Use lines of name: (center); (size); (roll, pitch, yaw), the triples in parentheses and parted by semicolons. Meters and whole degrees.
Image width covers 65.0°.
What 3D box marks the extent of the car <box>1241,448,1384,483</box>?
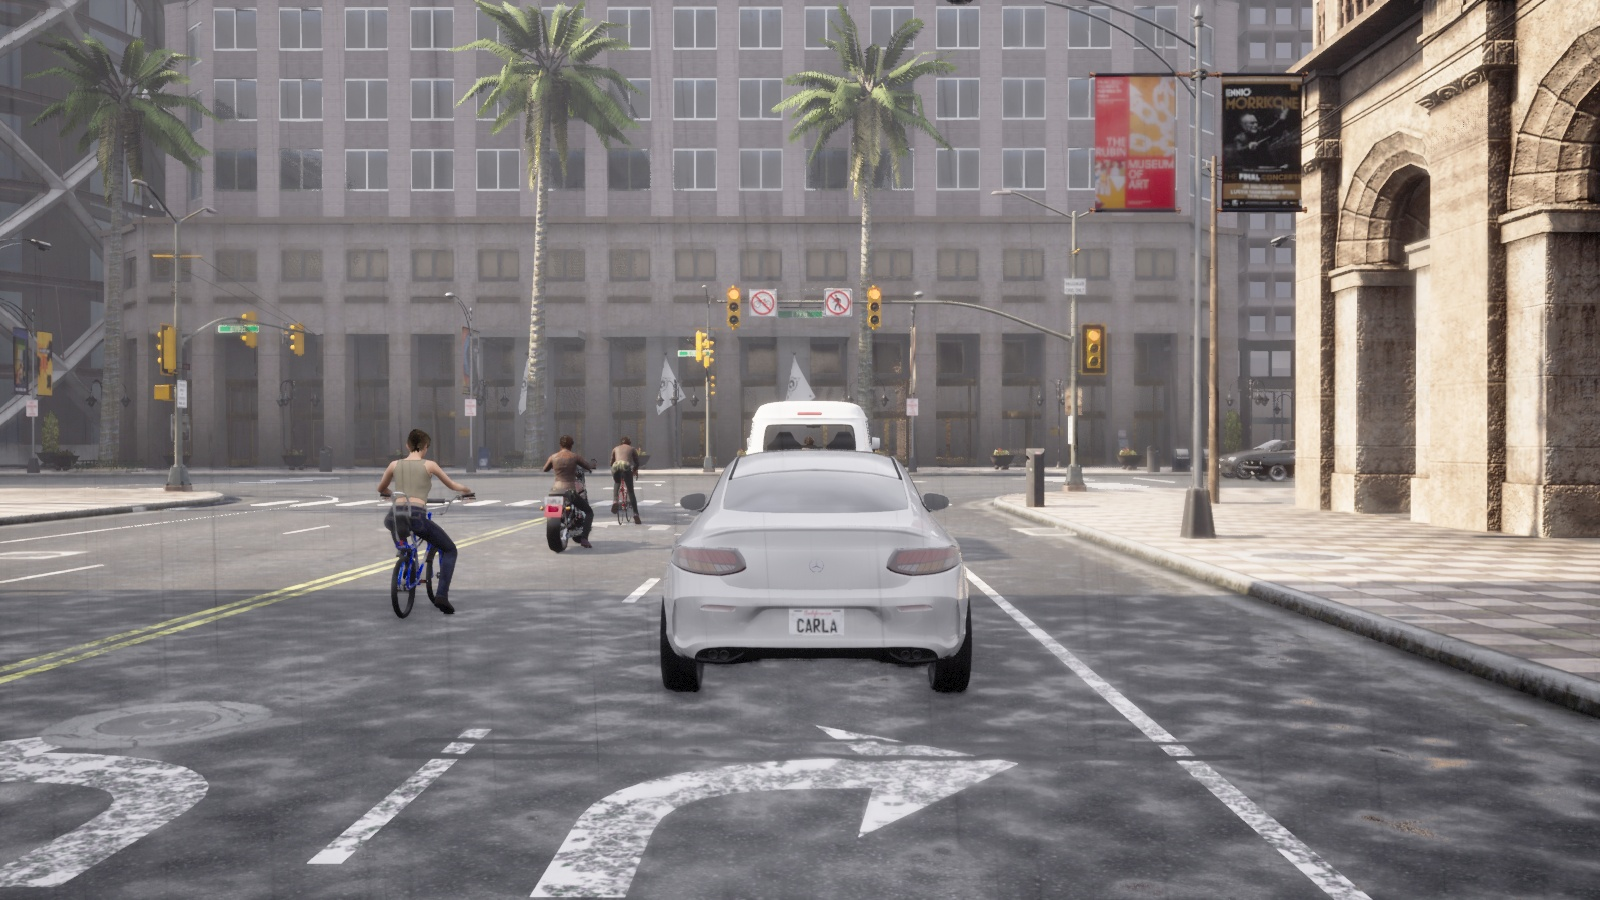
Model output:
car: (19.545, 0.591, 48.045); (4.718, 1.301, 1.895); (0, 0, 1)

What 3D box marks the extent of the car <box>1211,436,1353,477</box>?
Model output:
car: (19.711, 0.250, 51.521); (5.027, 1.651, 2.152); (0, 0, 1)

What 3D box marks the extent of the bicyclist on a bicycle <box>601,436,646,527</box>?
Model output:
bicyclist on a bicycle: (-3.256, 0.565, 23.313); (0.582, 1.620, 1.656); (0, 0, 1)

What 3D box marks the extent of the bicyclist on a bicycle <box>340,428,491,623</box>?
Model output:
bicyclist on a bicycle: (-3.366, 0.617, 11.144); (0.866, 1.612, 1.509); (0, 0, 0)

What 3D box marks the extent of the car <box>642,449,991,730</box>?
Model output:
car: (0.104, 0.722, 8.867); (1.812, 1.442, 4.674); (0, 0, 0)

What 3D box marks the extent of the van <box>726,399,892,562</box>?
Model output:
van: (0.170, 0.369, 17.908); (2.069, 2.038, 4.480); (0, 0, 1)

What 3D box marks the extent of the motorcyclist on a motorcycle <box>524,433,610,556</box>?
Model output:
motorcyclist on a motorcycle: (-3.299, 0.593, 17.981); (0.766, 1.649, 2.350); (0, 0, 1)
